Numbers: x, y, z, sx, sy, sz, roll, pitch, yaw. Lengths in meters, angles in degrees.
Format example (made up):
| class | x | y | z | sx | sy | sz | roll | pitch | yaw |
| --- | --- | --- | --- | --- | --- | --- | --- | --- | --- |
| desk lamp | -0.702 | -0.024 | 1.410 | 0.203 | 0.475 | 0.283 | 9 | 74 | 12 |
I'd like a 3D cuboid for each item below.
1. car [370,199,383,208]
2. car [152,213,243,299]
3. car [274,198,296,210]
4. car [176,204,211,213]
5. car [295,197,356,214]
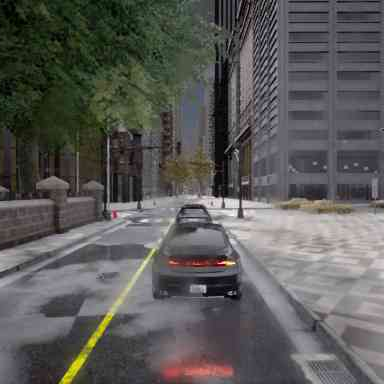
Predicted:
| class | x | y | z | sx | sy | sz | roll | pitch | yaw |
| --- | --- | --- | --- | --- | --- | --- | --- | --- | --- |
| car | 23.436 | 1.144 | 38.962 | 4.829 | 1.417 | 1.752 | -1 | 1 | 0 |
| car | 0.111 | 1.508 | 8.435 | 1.837 | 1.490 | 4.892 | 0 | 0 | 0 |
| car | 12.095 | 1.329 | 39.022 | 4.829 | 1.417 | 1.752 | -1 | 1 | 0 |
| car | 0.094 | 1.440 | 18.565 | 2.033 | 1.649 | 4.856 | 0 | 0 | 0 |
| car | 12.399 | 1.341 | 30.496 | 4.829 | 1.417 | 1.752 | -1 | 1 | 0 |
